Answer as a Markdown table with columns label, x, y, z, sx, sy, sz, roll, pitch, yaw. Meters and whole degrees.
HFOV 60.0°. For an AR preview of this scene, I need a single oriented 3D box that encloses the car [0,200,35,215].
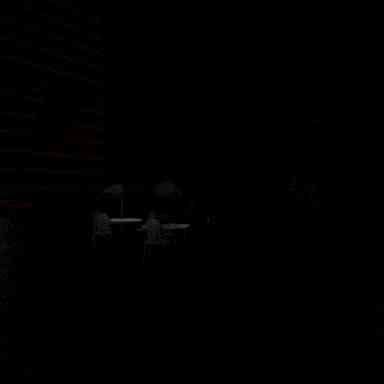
| label | x | y | z | sx | sy | sz | roll | pitch | yaw |
| --- | --- | --- | --- | --- | --- | --- | --- | --- | --- |
| car | -18.129 | 1.533 | 32.575 | 1.882 | 1.535 | 5.008 | 0 | 0 | 40 |
